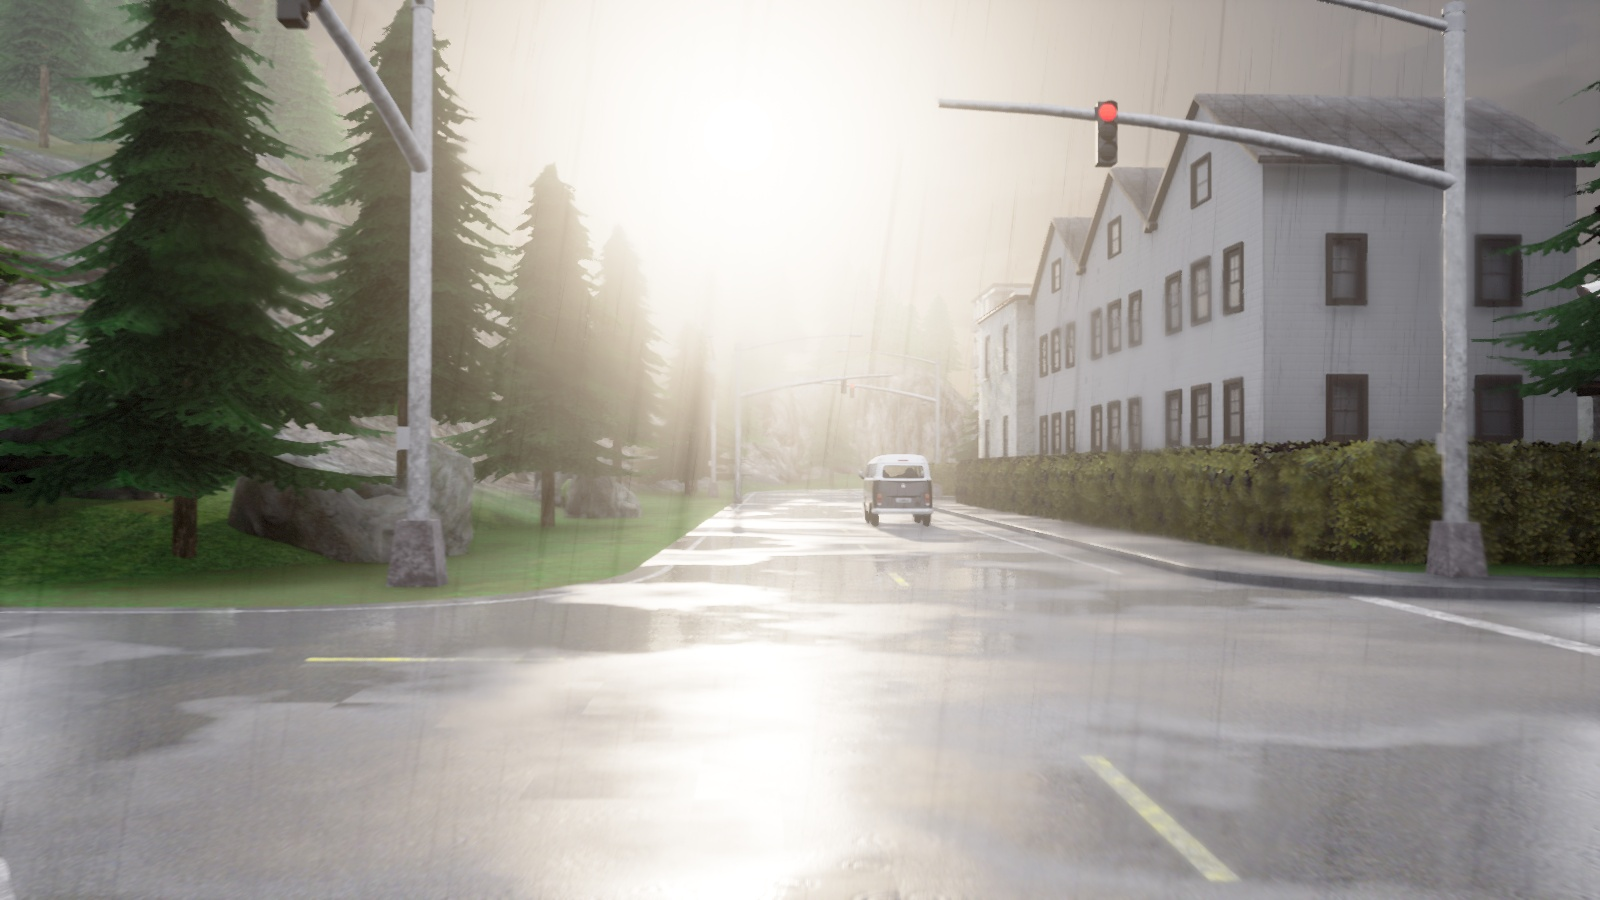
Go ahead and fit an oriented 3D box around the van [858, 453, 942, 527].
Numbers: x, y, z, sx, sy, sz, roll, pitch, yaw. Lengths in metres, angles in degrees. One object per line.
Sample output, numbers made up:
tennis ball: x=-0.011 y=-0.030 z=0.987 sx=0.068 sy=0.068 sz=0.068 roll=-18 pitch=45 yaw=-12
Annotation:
van: x=2.891 y=1.152 z=37.348 sx=2.069 sy=2.038 sz=4.480 roll=0 pitch=-1 yaw=-1
